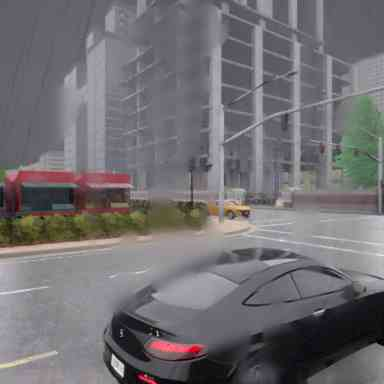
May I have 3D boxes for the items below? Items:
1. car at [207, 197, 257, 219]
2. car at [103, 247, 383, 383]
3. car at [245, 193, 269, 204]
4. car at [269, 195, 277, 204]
[{"bbox_3d":[2.859,1.422,28.401,1.882,1.535,5.008,0,0,-36],"label":"car"},{"bbox_3d":[1.147,1.526,4.605,4.674,1.442,1.812,0,0,-35],"label":"car"},{"bbox_3d":[10.840,1.114,57.680,1.905,1.878,3.866,0,0,-36],"label":"car"},{"bbox_3d":[13.228,1.114,59.396,1.905,1.878,3.866,0,0,-36],"label":"car"}]
